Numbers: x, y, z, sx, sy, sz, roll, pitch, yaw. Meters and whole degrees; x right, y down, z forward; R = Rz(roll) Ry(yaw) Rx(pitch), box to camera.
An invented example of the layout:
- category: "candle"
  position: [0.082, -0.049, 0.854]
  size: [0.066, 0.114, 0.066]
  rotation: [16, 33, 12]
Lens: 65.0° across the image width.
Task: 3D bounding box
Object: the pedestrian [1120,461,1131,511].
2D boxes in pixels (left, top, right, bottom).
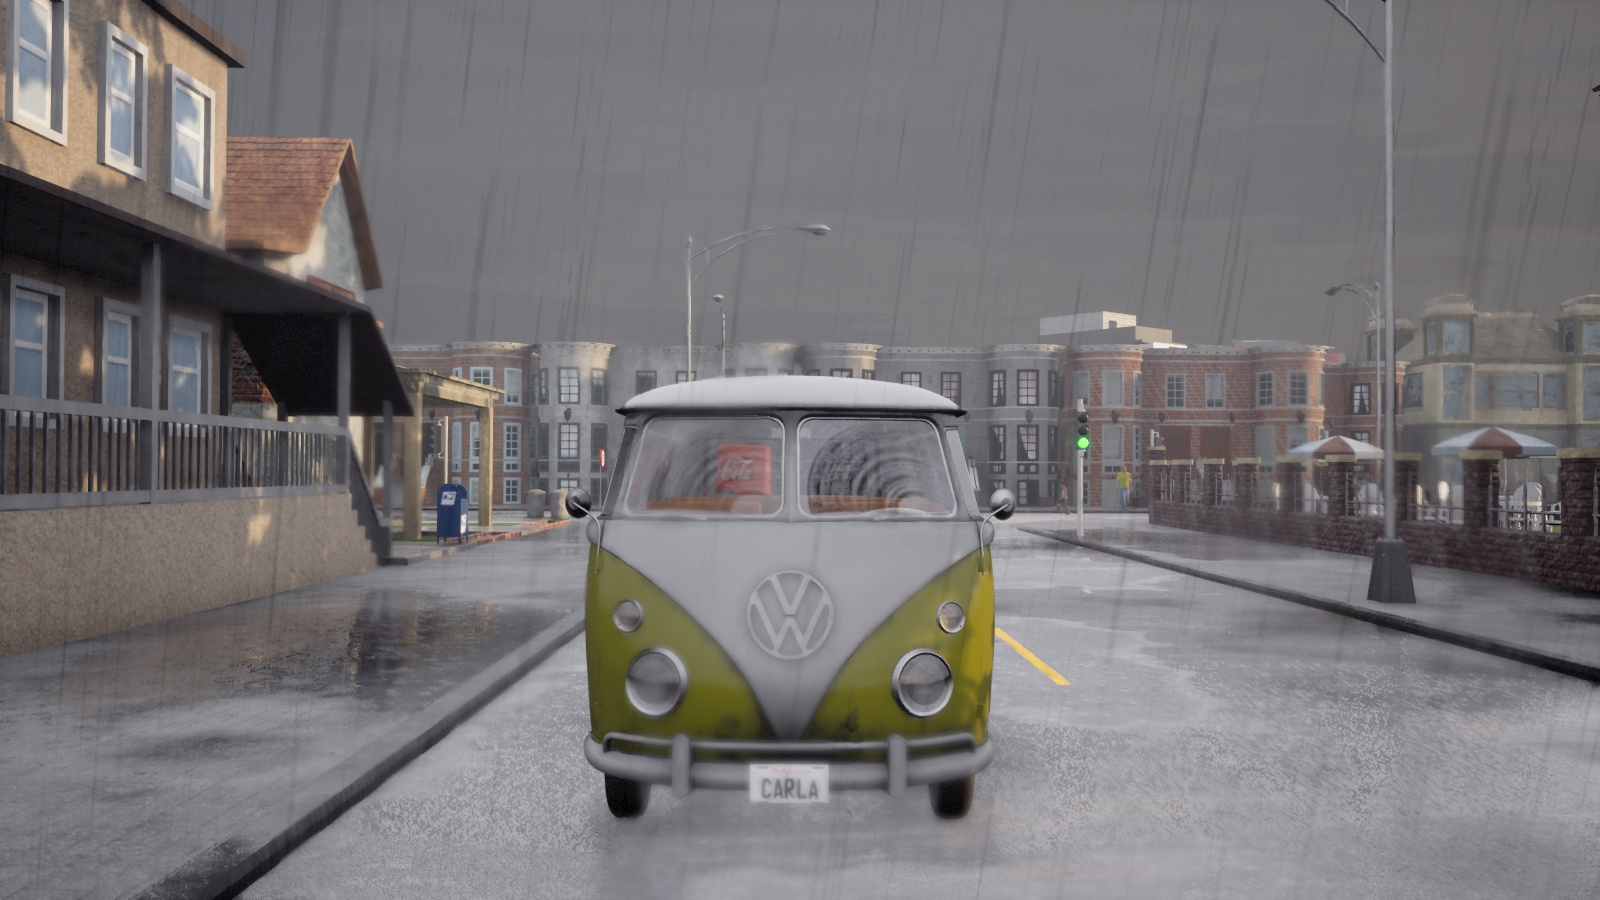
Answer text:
- category: "pedestrian"
  position: [12.176, 1.341, 46.963]
  size: [0.354, 1.836, 0.706]
  rotation: [0, -1, 14]

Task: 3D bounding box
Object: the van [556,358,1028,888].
- category: "van"
  position: [-0.043, 0.684, 6.958]
  size: [1.775, 1.987, 4.442]
  rotation: [0, -1, 0]

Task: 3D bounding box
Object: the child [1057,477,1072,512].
- category: "child"
  position: [9.611, 1.613, 45.670]
  size: [0.270, 1.263, 0.437]
  rotation: [1, -1, -42]
